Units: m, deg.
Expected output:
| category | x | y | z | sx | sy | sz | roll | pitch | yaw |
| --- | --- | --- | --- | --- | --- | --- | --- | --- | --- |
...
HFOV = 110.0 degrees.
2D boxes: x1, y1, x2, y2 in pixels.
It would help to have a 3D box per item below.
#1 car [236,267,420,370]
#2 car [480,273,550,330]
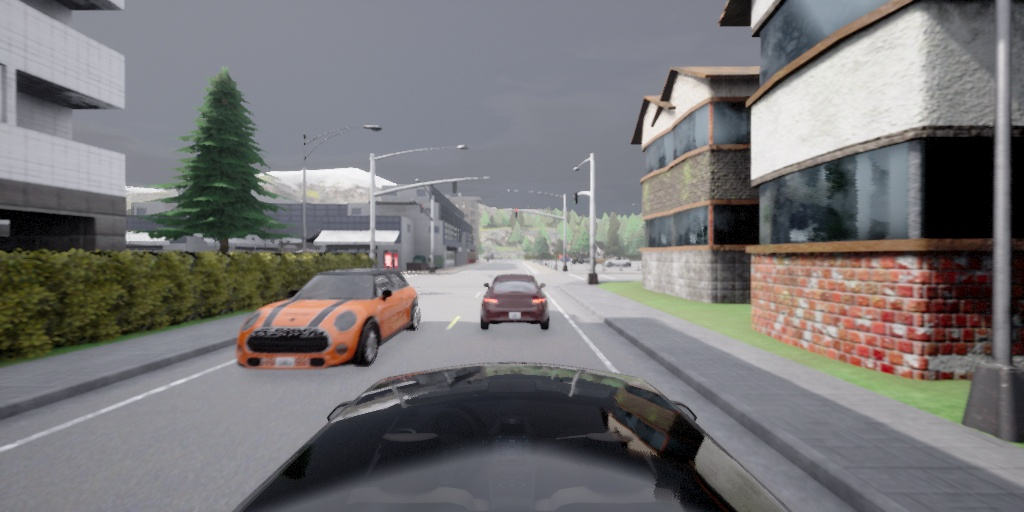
| category | x | y | z | sx | sy | sz | roll | pitch | yaw |
| --- | --- | --- | --- | --- | --- | --- | --- | --- | --- |
| car | -3.568 | 1.085 | 7.902 | 2.097 | 1.767 | 4.553 | 0 | 0 | 0 |
| car | 0.083 | 1.249 | 10.895 | 1.812 | 1.442 | 4.674 | 0 | 0 | 0 |
